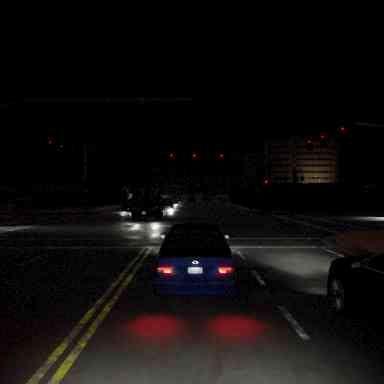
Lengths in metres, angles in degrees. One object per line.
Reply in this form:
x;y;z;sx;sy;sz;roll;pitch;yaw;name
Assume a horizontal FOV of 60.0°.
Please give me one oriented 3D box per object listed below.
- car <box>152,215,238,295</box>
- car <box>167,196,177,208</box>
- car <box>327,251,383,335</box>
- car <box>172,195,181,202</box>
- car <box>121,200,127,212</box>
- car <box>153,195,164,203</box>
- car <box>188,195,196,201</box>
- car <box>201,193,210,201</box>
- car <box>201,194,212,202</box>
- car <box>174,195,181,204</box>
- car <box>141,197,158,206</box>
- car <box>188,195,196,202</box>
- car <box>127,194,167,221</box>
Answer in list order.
0.074;1.547;8.882;2.033;1.411;5.357;0;0;0;car
-3.645;1.600;47.576;1.895;1.301;4.718;0;0;0;car
3.558;1.491;4.640;2.128;1.511;4.902;0;0;0;car
-3.575;1.487;77.621;1.837;1.490;4.892;0;0;0;car
-7.138;1.547;39.900;2.033;1.411;5.357;0;0;0;car
-7.068;1.500;70.608;1.837;1.490;4.892;0;0;0;car
-0.082;1.424;84.656;1.994;1.385;4.181;0;0;0;car
3.418;1.227;84.631;2.097;1.767;4.553;0;0;0;car
3.428;1.344;74.675;2.097;1.767;4.553;0;0;0;car
-3.621;1.491;62.293;2.128;1.511;4.902;0;0;0;car
-7.142;1.547;56.416;2.033;1.411;5.357;0;0;0;car
-0.072;1.531;74.382;2.033;1.411;5.357;0;0;0;car
-3.627;1.220;27.787;2.150;2.045;5.566;0;0;0;car
